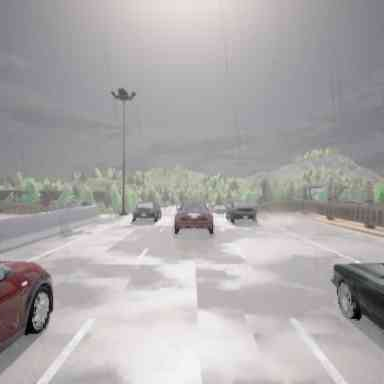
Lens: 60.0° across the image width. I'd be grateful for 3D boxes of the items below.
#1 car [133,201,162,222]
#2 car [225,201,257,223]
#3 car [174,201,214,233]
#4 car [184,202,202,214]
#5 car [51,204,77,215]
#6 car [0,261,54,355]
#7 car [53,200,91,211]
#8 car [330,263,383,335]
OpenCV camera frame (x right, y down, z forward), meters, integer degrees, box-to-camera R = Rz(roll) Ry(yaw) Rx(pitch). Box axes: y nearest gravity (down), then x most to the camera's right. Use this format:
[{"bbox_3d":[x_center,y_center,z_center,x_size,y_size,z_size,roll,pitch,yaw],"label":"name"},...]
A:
[{"bbox_3d":[-3.411,1.457,25.718,1.812,1.442,4.674,0,0,0],"label":"car"},{"bbox_3d":[3.602,1.435,24.766,1.837,1.490,4.892,0,0,0],"label":"car"},{"bbox_3d":[0.101,1.295,19.354,2.097,1.767,4.553,0,0,0],"label":"car"},{"bbox_3d":[0.103,1.979,40.696,2.033,1.411,5.357,0,-4,0],"label":"car"},{"bbox_3d":[-17.496,2.387,45.769,1.994,1.385,4.181,0,-5,0],"label":"car"},{"bbox_3d":[-3.396,1.340,3.823,2.097,1.767,4.553,0,0,0],"label":"car"},{"bbox_3d":[-10.548,1.472,30.062,2.128,1.511,4.902,0,-1,0],"label":"car"},{"bbox_3d":[3.601,1.588,4.320,1.895,1.301,4.718,0,0,0],"label":"car"}]
